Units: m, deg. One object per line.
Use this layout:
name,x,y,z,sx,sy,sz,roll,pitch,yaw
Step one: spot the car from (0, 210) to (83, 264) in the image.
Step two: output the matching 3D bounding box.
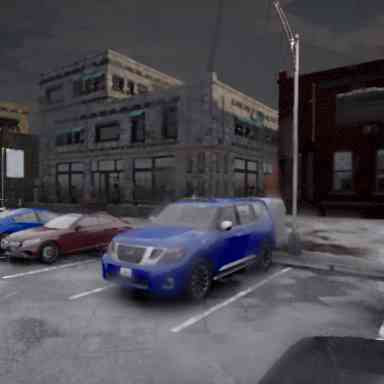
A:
car,-4.147,1.469,11.918,2.002,1.452,4.674,0,0,36

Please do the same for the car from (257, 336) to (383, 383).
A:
car,2.791,1.557,1.387,5.357,1.411,2.033,0,0,36

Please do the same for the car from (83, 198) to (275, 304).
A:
car,0.325,1.203,8.689,2.435,2.045,5.566,0,0,36

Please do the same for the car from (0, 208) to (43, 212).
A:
car,-6.397,1.418,13.512,2.097,1.535,5.008,0,0,36
